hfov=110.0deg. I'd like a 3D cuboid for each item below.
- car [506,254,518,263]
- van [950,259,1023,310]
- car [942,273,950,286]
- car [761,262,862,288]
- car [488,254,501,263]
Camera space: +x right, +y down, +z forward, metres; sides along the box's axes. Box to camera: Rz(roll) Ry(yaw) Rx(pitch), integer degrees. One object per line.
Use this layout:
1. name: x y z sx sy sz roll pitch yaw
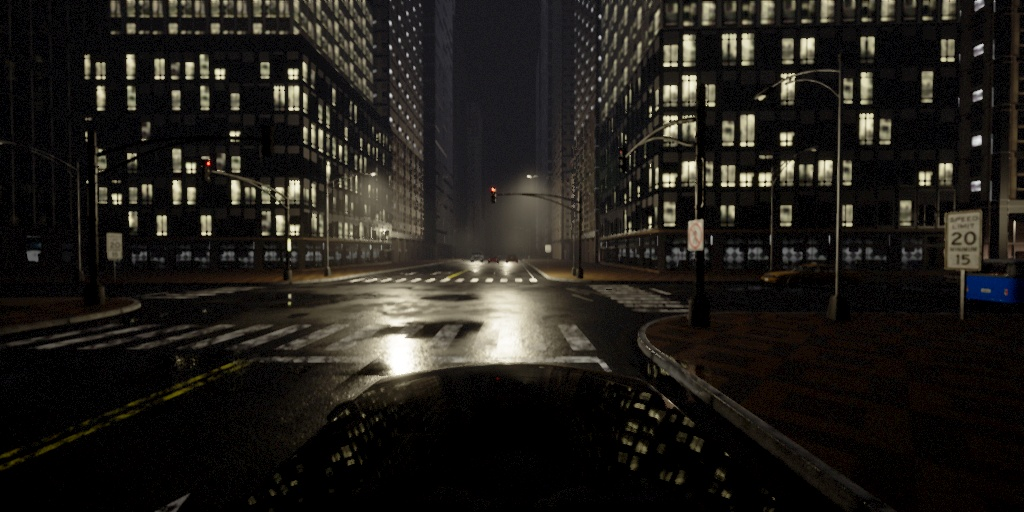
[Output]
1. car: 0.010 0.374 63.566 2.097 1.767 4.553 0 1 0
2. van: 18.360 0.973 12.436 3.998 1.789 1.690 0 0 2
3. car: 26.925 1.107 20.121 4.207 1.307 1.802 0 0 2
4. car: 17.091 1.037 20.607 4.829 1.417 1.751 0 0 2
5. car: -3.240 0.627 63.213 1.895 1.301 4.718 0 1 0
